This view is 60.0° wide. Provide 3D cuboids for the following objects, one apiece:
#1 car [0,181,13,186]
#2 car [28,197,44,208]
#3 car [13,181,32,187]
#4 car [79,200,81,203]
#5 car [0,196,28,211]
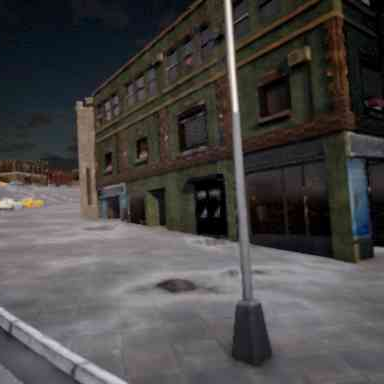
[{"bbox_3d":[-45.011,-1.787,77.093,2.097,1.535,5.008,-5,-3,23],"label":"car"},{"bbox_3d":[-22.936,1.519,47.346,1.882,1.535,5.008,-4,0,1],"label":"car"},{"bbox_3d":[-42.936,-1.771,82.214,2.185,1.767,4.553,-5,-3,22],"label":"car"},{"bbox_3d":[-20.464,1.511,66.467,1.812,1.442,4.674,-5,-2,25],"label":"car"},{"bbox_3d":[-22.725,1.562,41.622,1.812,1.442,4.674,-3,0,-5],"label":"car"}]
